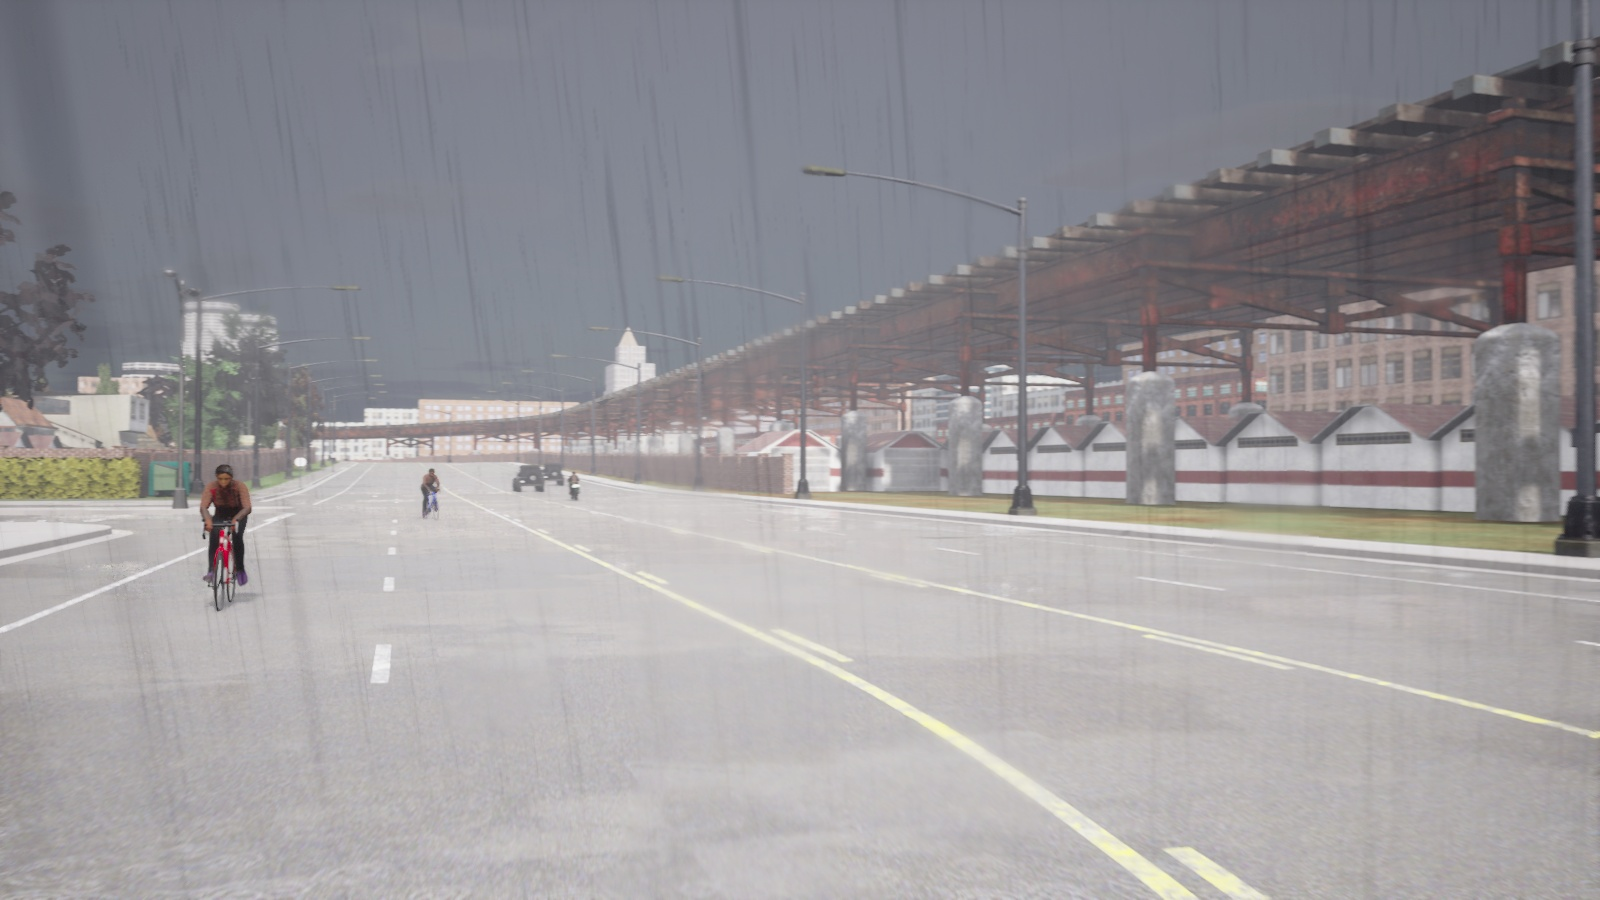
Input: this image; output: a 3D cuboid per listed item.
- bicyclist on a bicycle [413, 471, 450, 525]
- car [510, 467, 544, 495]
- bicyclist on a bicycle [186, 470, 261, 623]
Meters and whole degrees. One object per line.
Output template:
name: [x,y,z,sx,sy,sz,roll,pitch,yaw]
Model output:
bicyclist on a bicycle: [-11.512,1.483,39.178,0.582,1.620,1.656,-2,0,-34]
car: [-19.185,2.137,88.295,1.905,1.878,3.866,0,0,-19]
bicyclist on a bicycle: [-6.518,1.040,14.257,0.582,1.620,1.656,0,-1,-18]
